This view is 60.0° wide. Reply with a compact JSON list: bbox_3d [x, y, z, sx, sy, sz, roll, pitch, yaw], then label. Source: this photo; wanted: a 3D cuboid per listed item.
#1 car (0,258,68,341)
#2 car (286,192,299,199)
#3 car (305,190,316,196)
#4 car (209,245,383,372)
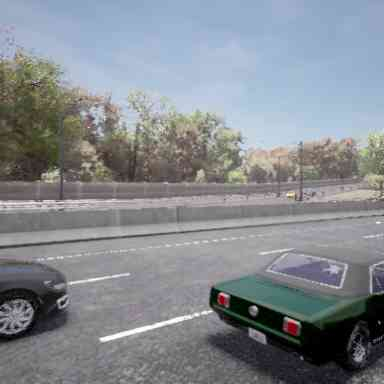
[{"bbox_3d":[-4.405,1.504,4.904,4.892,1.490,1.837,0,0,-36],"label":"car"},{"bbox_3d":[21.731,0.699,71.933,1.882,1.535,5.008,0,1,32],"label":"car"},{"bbox_3d":[30.405,0.264,85.164,2.033,1.411,5.357,0,2,34],"label":"car"},{"bbox_3d":[2.671,1.600,5.660,4.718,1.301,1.895,0,0,-36],"label":"car"}]
